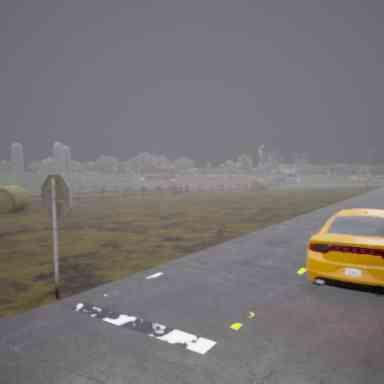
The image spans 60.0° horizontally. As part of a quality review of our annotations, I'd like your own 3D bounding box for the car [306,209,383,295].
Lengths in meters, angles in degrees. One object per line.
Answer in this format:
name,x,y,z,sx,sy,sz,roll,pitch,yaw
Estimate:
car,4.146,1.126,7.759,1.882,1.535,5.008,1,3,34
